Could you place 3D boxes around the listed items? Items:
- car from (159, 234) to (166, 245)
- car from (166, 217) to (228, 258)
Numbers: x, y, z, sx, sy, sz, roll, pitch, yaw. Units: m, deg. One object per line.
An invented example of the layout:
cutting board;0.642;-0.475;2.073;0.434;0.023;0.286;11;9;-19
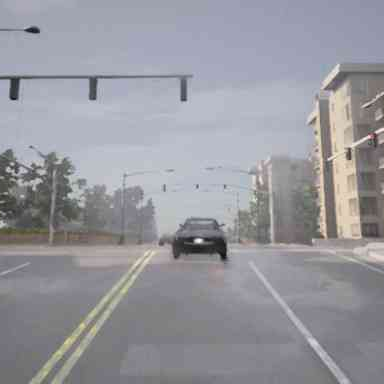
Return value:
car;-3.012;5.998;42.132;1.994;1.385;4.181;0;-9;1
car;0.394;1.689;13.179;1.994;1.385;4.181;-1;-2;5
